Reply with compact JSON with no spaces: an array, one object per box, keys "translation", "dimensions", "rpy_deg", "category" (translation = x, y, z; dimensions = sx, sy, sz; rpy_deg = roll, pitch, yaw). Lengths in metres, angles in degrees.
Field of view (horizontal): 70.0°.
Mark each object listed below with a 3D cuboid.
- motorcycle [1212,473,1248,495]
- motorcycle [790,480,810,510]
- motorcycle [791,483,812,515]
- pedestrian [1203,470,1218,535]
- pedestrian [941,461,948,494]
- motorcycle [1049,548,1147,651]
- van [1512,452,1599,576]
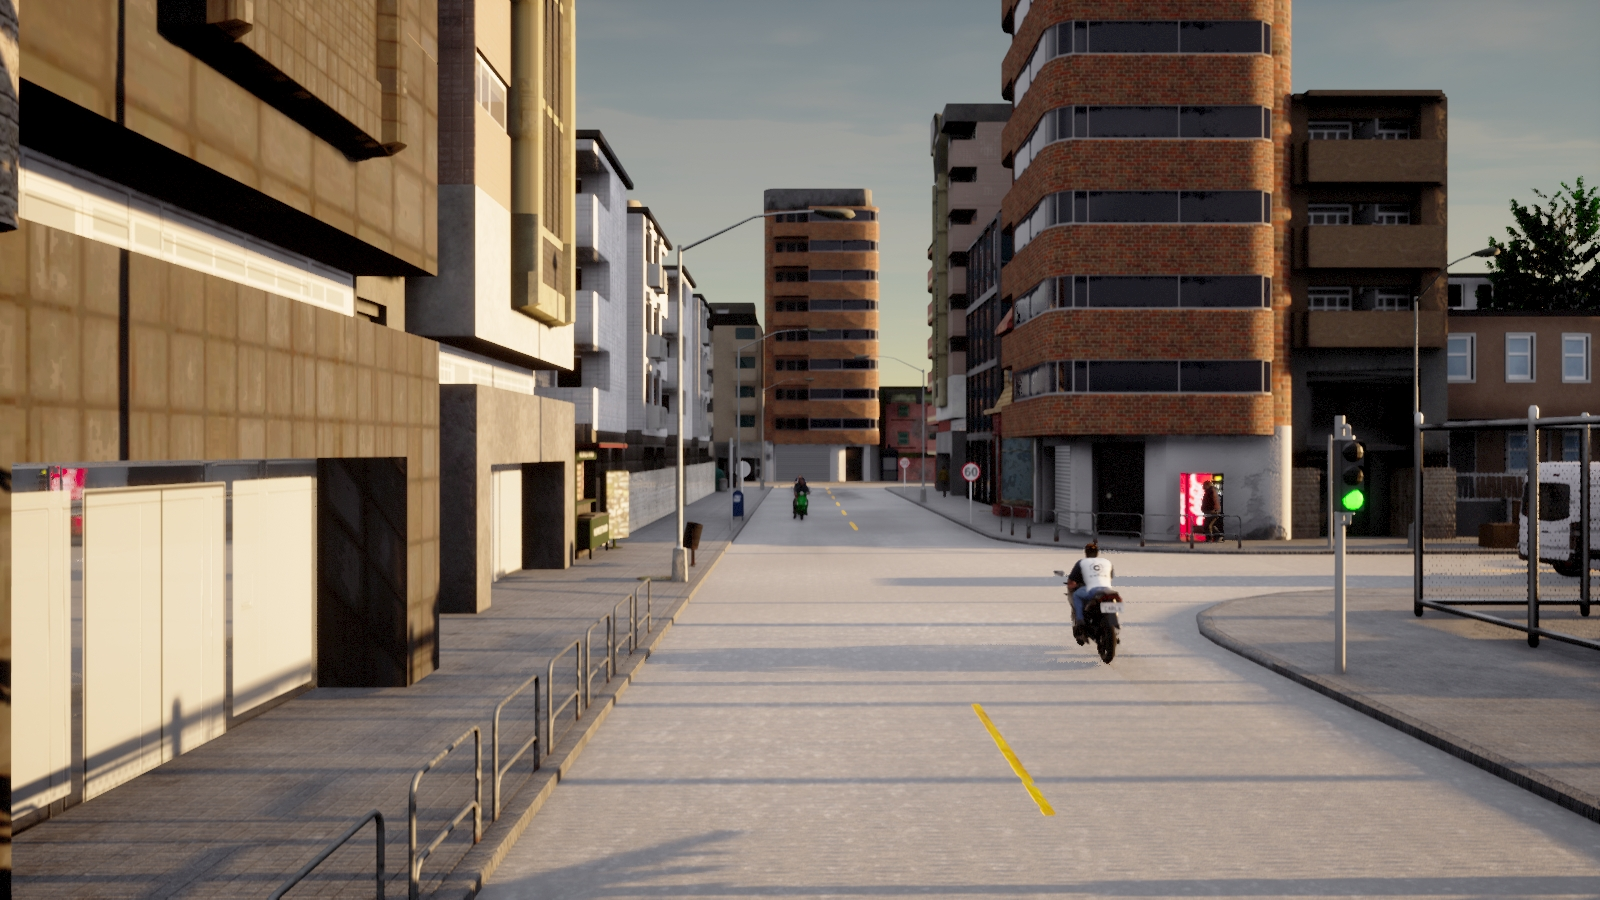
[{"translation":[25.033,1.973,66.557],"dimensions":[1.805,1.236,0.856],"rpy_deg":[0,0,2],"category":"motorcycle"},{"translation":[0.019,1.970,50.389],"dimensions":[0.856,1.236,1.805],"rpy_deg":[0,0,0],"category":"motorcycle"},{"translation":[0.063,1.970,46.521],"dimensions":[0.856,1.236,1.805],"rpy_deg":[0,0,0],"category":"motorcycle"},{"translation":[11.885,1.521,33.084],"dimensions":[0.375,1.860,0.375],"rpy_deg":[0,0,10],"category":"pedestrian"},{"translation":[8.199,1.534,64.900],"dimensions":[0.375,1.860,0.375],"rpy_deg":[0,0,4],"category":"pedestrian"},{"translation":[4.016,1.995,15.579],"dimensions":[0.803,1.145,2.033],"rpy_deg":[0,0,0],"category":"motorcycle"},{"translation":[18.896,1.319,24.582],"dimensions":[5.915,2.561,1.988],"rpy_deg":[0,0,0],"category":"van"}]
